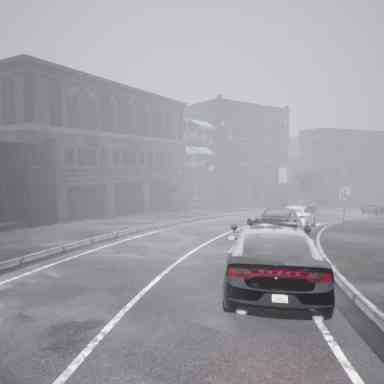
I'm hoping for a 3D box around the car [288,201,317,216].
[{"bbox_3d":[6.857,1.605,21.746,1.812,1.442,4.674,2,1,29],"label":"car"}]

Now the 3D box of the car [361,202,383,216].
[{"bbox_3d":[22.134,1.989,39.571,4.902,1.511,2.128,2,3,-33],"label":"car"}]

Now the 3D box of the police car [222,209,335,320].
[{"bbox_3d":[1.816,1.431,7.625,1.930,1.638,5.238,1,0,10],"label":"police car"}]

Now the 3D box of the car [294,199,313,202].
[{"bbox_3d":[11.466,1.553,34.943,1.837,1.490,4.892,4,2,45],"label":"car"}]

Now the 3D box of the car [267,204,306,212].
[{"bbox_3d":[4.435,1.542,16.602,1.837,1.490,4.892,2,0,22],"label":"car"}]
